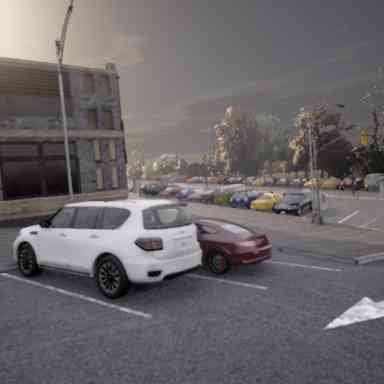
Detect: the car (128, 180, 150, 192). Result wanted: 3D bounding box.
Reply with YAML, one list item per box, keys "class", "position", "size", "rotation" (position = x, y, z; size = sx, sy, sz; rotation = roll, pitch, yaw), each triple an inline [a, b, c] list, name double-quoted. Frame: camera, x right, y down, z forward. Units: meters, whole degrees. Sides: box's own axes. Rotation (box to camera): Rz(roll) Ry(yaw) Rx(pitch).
- class: "car"
  position: [-8.279, -0.638, 59.524]
  size: [2.097, 1.535, 5.008]
  rotation: [1, 7, 44]

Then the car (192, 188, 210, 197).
- class: "car"
  position: [2.788, 0.398, 38.068]
  size: [2.231, 1.521, 4.892]
  rotation: [0, 6, 41]

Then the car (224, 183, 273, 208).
- class: "car"
  position: [5.692, 0.517, 32.759]
  size: [2.185, 1.767, 4.553]
  rotation: [0, 6, 41]

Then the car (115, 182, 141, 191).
- class: "car"
  position: [-13.456, -1.192, 70.431]
  size: [2.097, 1.535, 5.008]
  rotation: [0, 7, 45]

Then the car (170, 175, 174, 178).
- class: "car"
  position: [-2.754, -3.461, 90.795]
  size: [4.792, 1.488, 2.163]
  rotation: [-7, 6, -44]

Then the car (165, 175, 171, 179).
- class: "car"
  position: [-4.128, -3.617, 93.349]
  size: [5.366, 1.575, 1.946]
  rotation: [-7, 6, -44]

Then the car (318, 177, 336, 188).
- class: "car"
  position: [19.575, -1.231, 45.744]
  size: [1.946, 1.575, 5.366]
  rotation: [1, 5, 41]

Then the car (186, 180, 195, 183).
- class: "car"
  position: [-1.786, -0.800, 57.124]
  size: [1.812, 1.442, 4.674]
  rotation: [-6, 5, -26]

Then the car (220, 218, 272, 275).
- class: "car"
  position: [0.137, 1.518, 10.368]
  size: [4.674, 1.452, 2.002]
  rotation: [-1, 0, 35]

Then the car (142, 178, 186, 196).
- class: "car"
  position: [-4.254, -0.490, 51.420]
  size: [2.435, 2.045, 5.566]
  rotation: [0, 6, 43]

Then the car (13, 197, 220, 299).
- class: "car"
  position: [-2.367, 1.231, 8.656]
  size: [5.566, 2.045, 2.435]
  rotation: [-1, 0, 35]

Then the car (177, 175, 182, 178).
- class: "car"
  position: [-0.322, -3.454, 85.356]
  size: [5.566, 2.045, 2.435]
  rotation: [-7, 6, -44]

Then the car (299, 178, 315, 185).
- class: "car"
  position: [17.911, -1.320, 48.058]
  size: [1.946, 1.575, 5.366]
  rotation: [1, 6, 42]

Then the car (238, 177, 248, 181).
- class: "car"
  position: [11.160, -2.094, 61.300]
  size: [2.185, 1.767, 4.553]
  rotation: [2, 6, 43]

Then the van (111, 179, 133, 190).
- class: "van"
  position: [-15.887, -1.715, 75.974]
  size: [4.442, 1.987, 1.878]
  rotation: [-9, 7, -44]

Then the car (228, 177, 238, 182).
- class: "car"
  position: [9.804, -2.097, 63.929]
  size: [2.097, 1.535, 5.008]
  rotation: [1, 6, 44]

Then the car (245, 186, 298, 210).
- class: "car"
  position: [7.330, 0.733, 30.308]
  size: [1.946, 1.575, 5.366]
  rotation: [0, 6, 40]

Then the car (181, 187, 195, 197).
- class: "car"
  position: [1.362, 0.312, 40.727]
  size: [2.002, 1.452, 4.674]
  rotation: [1, 7, 41]

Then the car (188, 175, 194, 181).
- class: "car"
  position: [2.134, -2.917, 79.953]
  size: [4.892, 1.521, 2.231]
  rotation: [-7, 6, -44]

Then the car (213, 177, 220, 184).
- class: "car"
  position: [7.218, -2.339, 69.271]
  size: [2.163, 1.488, 4.792]
  rotation: [1, 6, 44]

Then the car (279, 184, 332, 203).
- class: "car"
  position: [11.077, 0.349, 33.033]
  size: [1.812, 1.442, 4.674]
  rotation: [-6, 5, -29]

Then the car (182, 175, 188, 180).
- class: "car"
  position: [0.774, -3.046, 82.518]
  size: [5.366, 1.575, 1.946]
  rotation: [-7, 6, -44]

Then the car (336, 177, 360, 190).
- class: "car"
  position: [20.862, -1.213, 42.986]
  size: [2.185, 1.767, 4.553]
  rotation: [1, 5, 41]

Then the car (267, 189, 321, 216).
- class: "car"
  position: [8.537, 0.924, 27.501]
  size: [2.163, 1.488, 4.792]
  rotation: [0, 7, 40]

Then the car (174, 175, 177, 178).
- class: "car"
  position: [-1.568, -3.312, 88.040]
  size: [4.792, 1.488, 2.163]
  rotation: [-7, 6, -44]

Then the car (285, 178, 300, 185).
- class: "car"
  position: [16.621, -1.416, 50.803]
  size: [2.002, 1.452, 4.674]
  rotation: [1, 5, 42]

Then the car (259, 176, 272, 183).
- class: "car"
  position: [13.821, -1.830, 55.998]
  size: [2.185, 1.767, 4.553]
  rotation: [1, 6, 43]

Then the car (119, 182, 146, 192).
- class: "car"
  position: [-12.167, -1.052, 67.704]
  size: [2.231, 1.521, 4.892]
  rotation: [1, 7, 45]

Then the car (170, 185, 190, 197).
- class: "car"
  position: [-0.070, 0.188, 43.388]
  size: [2.002, 1.452, 4.674]
  rotation: [0, 6, 42]

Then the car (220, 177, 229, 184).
- class: "car"
  position: [8.479, -2.198, 66.558]
  size: [2.163, 1.488, 4.792]
  rotation: [2, 6, 44]

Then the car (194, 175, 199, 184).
- class: "car"
  position: [3.356, -2.900, 77.235]
  size: [4.553, 1.767, 2.185]
  rotation: [-7, 6, -44]

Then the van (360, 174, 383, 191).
- class: "van"
  position: [22.261, -1.188, 40.337]
  size: [1.878, 1.987, 4.442]
  rotation: [1, 6, 41]

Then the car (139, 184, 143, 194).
- class: "car"
  position: [-5.618, -0.368, 54.110]
  size: [2.097, 1.535, 5.008]
  rotation: [0, 7, 43]

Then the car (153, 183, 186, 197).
- class: "car"
  position: [-2.866, -0.068, 48.733]
  size: [2.002, 1.452, 4.674]
  rotation: [1, 7, 43]

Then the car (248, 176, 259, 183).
- class: "car"
  position: [12.612, -1.855, 58.792]
  size: [1.946, 1.575, 5.366]
  rotation: [1, 6, 43]

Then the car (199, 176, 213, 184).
- class: "car"
  position: [4.634, -2.638, 74.579]
  size: [5.008, 1.535, 2.097]
  rotation: [-7, 6, -45]

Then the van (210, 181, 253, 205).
- class: "van"
  position: [4.307, 0.281, 35.497]
  size: [1.878, 1.987, 4.442]
  rotation: [0, 6, 41]

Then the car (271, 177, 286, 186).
- class: "car"
  position: [15.226, -1.541, 53.412]
  size: [2.002, 1.452, 4.674]
  rotation: [1, 5, 42]

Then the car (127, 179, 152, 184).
- class: "car"
  position: [-10.882, -1.039, 64.968]
  size: [2.185, 1.767, 4.553]
  rotation: [1, 7, 44]
